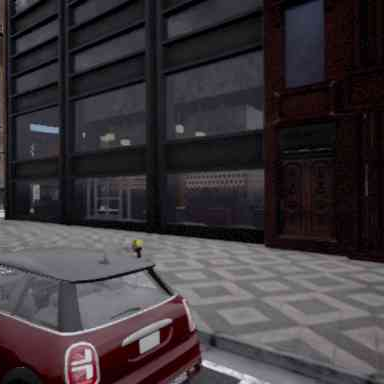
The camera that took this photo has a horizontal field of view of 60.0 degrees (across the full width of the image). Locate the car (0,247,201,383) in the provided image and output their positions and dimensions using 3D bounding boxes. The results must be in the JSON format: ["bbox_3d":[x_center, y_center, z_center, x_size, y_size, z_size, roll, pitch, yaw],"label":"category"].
[{"bbox_3d":[-1.979,1.439,4.270,4.097,1.590,1.967,0,-1,36],"label":"car"}]
